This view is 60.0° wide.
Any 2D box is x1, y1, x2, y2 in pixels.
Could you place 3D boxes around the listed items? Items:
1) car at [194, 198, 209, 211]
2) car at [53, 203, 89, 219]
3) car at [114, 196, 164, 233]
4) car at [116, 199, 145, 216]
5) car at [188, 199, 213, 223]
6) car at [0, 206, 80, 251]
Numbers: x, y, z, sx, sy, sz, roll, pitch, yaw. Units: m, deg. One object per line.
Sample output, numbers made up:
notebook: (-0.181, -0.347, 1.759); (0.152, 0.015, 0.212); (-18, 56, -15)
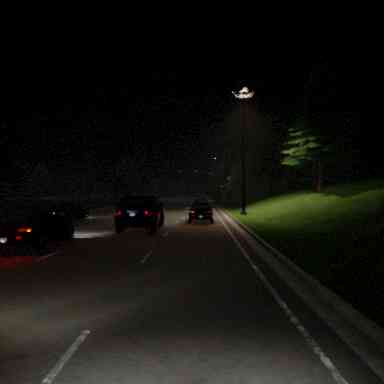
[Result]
car: (1.159, 1.568, 42.314); (1.812, 1.442, 4.674); (0, 0, 1)
car: (-9.808, 1.563, 26.140); (2.033, 1.411, 5.357); (0, 0, 2)
car: (-2.999, 1.239, 19.785); (2.150, 2.045, 5.566); (0, 0, 2)
car: (-6.094, 1.504, 33.390); (1.882, 1.535, 5.008); (0, 0, 2)
car: (0.675, 1.551, 25.797); (1.812, 1.442, 4.674); (0, 0, 1)
car: (-6.644, 1.533, 14.144); (1.812, 1.442, 4.674); (0, 0, 1)
